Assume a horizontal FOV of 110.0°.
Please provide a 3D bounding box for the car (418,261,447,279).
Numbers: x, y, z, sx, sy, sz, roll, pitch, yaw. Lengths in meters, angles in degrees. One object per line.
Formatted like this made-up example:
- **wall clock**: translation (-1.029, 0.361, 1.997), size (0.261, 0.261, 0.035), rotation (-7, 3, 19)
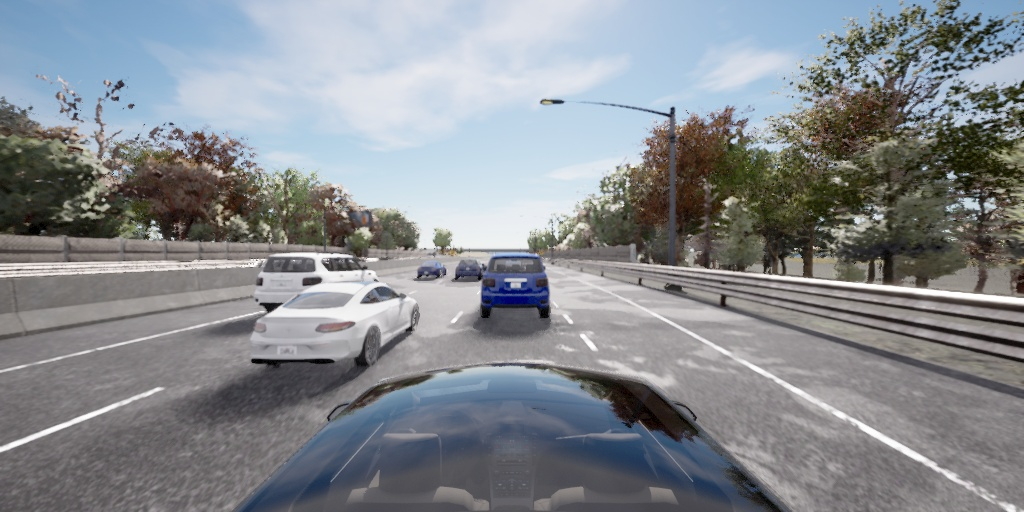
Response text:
- **car**: translation (-6.907, 1.167, 31.195), size (1.812, 1.442, 4.674), rotation (0, 0, 0)

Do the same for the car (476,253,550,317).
- **car**: translation (0.086, 0.927, 13.020), size (2.150, 2.045, 5.566), rotation (0, 0, 0)

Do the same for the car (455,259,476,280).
- **car**: translation (-3.408, 0.998, 29.883), size (2.097, 1.767, 4.553), rotation (0, 0, 0)

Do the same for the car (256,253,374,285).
- **car**: translation (-6.902, 0.925, 13.410), size (2.150, 2.045, 5.566), rotation (0, 0, 0)

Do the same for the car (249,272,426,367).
- **car**: translation (-3.401, 1.251, 7.728), size (1.812, 1.442, 4.674), rotation (0, 0, 0)
